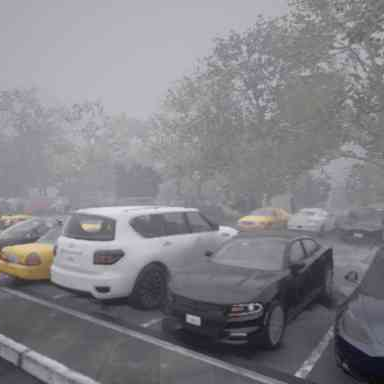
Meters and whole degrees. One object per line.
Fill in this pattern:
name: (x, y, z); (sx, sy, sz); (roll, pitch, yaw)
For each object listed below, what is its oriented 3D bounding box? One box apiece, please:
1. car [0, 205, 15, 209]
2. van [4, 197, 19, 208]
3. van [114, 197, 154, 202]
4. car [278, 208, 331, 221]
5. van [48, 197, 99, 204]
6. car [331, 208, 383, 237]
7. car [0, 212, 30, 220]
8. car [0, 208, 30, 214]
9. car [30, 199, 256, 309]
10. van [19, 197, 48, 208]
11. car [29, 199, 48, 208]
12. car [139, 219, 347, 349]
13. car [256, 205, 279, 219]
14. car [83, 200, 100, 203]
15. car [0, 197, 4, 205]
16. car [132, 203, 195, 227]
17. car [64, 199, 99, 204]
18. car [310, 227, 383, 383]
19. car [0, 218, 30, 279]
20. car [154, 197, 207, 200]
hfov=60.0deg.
car: (-12.208, 1.648, 16.593); (1.946, 1.575, 5.366); (0, 0, 36)
van: (-17.805, 1.570, 36.894); (1.878, 1.987, 4.442); (-1, 0, 36)
van: (-4.319, 1.418, 27.402); (1.878, 1.987, 4.442); (0, 0, 36)
car: (6.923, 1.641, 19.101); (2.002, 1.452, 4.674); (0, 0, 36)
van: (-11.060, 1.477, 32.013); (1.878, 1.987, 4.442); (-1, 0, 36)
car: (9.150, 1.623, 17.454); (2.163, 1.488, 4.792); (0, 0, 36)
car: (-5.256, 1.626, 11.788); (2.231, 1.521, 4.892); (0, 0, 36)
car: (-7.616, 1.630, 13.262); (1.946, 1.575, 5.366); (0, 0, 36)
car: (-0.748, 1.357, 8.546); (2.435, 2.045, 5.566); (0, 0, 36)
van: (-15.425, 1.538, 35.456); (1.878, 1.987, 4.442); (-1, 0, 36)
car: (-13.247, 1.732, 33.739); (2.097, 1.535, 5.008); (-1, 0, 36)
car: (1.486, 1.601, 6.897); (2.097, 1.535, 5.008); (0, 0, 36)
car: (4.573, 1.606, 20.580); (1.946, 1.575, 5.366); (0, 0, 36)
car: (-6.613, 1.687, 28.957); (2.163, 1.488, 4.792); (0, 0, 36)
car: (-19.995, 1.577, 38.591); (2.435, 2.045, 5.566); (-1, 0, 36)
car: (-2.061, 1.663, 25.585); (2.163, 1.488, 4.792); (0, 0, 36)
car: (-8.750, 1.706, 30.507); (2.163, 1.488, 4.792); (-1, 0, 36)
car: (3.713, 1.622, 5.239); (2.163, 1.488, 4.792); (0, 0, 36)
car: (-2.903, 1.614, 10.303); (1.946, 1.575, 5.366); (0, 0, 36)
car: (0.214, 1.374, 24.006); (2.435, 2.045, 5.566); (0, 0, 36)
